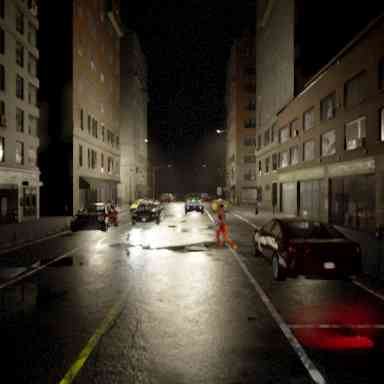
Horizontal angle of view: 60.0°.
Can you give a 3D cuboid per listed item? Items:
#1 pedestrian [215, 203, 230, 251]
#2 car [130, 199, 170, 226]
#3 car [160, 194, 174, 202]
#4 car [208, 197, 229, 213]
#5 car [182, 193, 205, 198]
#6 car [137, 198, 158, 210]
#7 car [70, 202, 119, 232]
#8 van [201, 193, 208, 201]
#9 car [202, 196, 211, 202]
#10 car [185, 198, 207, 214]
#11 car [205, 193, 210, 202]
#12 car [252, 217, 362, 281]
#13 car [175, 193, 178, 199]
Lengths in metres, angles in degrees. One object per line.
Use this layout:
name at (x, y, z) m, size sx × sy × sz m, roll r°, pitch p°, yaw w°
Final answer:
pedestrian at (1.111, 1.276, 12.479) m, size 0.375 × 1.860 × 0.375 m, roll 0°, pitch 0°, yaw -10°
car at (-3.000, 1.458, 23.344) m, size 2.128 × 1.511 × 4.902 m, roll 0°, pitch 0°, yaw 0°
car at (-5.374, 1.239, 68.320) m, size 2.192 × 1.841 × 5.009 m, roll 0°, pitch 0°, yaw 0°
car at (3.012, 1.477, 36.153) m, size 1.752 × 1.417 × 4.829 m, roll 0°, pitch 0°, yaw 0°
car at (0.190, 1.165, 43.990) m, size 2.150 × 2.045 × 5.566 m, roll 0°, pitch 0°, yaw 0°
car at (-5.490, 1.497, 41.546) m, size 2.008 × 1.369 × 4.403 m, roll 0°, pitch 0°, yaw 0°
car at (-5.587, 1.412, 19.444) m, size 1.967 × 1.590 × 4.097 m, roll 0°, pitch 0°, yaw 0°
van at (3.223, 1.254, 84.786) m, size 1.690 × 1.788 × 3.998 m, roll 0°, pitch 0°, yaw 0°
car at (3.176, 1.486, 73.783) m, size 1.947 × 1.339 × 4.313 m, roll 0°, pitch 0°, yaw 0°
car at (0.229, 1.555, 34.049) m, size 1.895 × 1.301 × 4.718 m, roll 0°, pitch 0°, yaw 0°
car at (3.152, 1.469, 68.282) m, size 1.887 × 1.381 × 4.507 m, roll 0°, pitch 0°, yaw 0°
car at (3.041, 1.464, 9.811) m, size 1.882 × 1.535 × 5.008 m, roll 0°, pitch 0°, yaw 0°
car at (-5.302, 1.353, 84.823) m, size 1.967 × 1.590 × 4.097 m, roll 0°, pitch 0°, yaw 0°
